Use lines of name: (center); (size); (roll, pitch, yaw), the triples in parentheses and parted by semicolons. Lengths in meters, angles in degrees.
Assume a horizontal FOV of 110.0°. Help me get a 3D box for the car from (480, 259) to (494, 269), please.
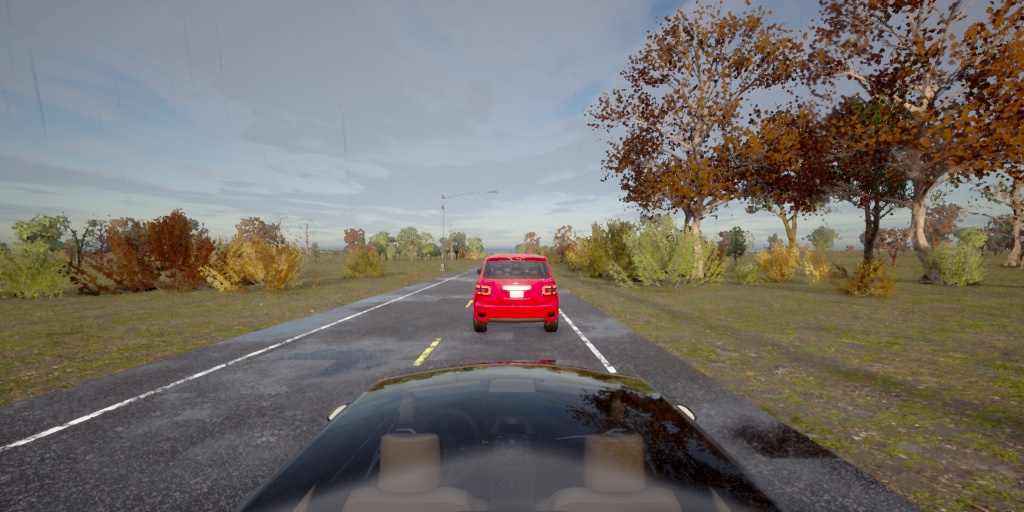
car: (-3.913, 1.259, 56.685); (1.812, 1.442, 4.674); (0, 0, -1)

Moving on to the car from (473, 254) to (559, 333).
car: (0.083, 0.968, 10.925); (2.150, 2.045, 5.566); (0, 0, -1)

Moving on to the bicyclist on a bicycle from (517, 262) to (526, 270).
bicyclist on a bicycle: (0.874, 1.110, 30.104); (0.659, 1.776, 1.843); (0, 0, 0)

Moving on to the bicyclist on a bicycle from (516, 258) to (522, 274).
bicyclist on a bicycle: (0.804, 1.107, 40.117); (0.659, 1.776, 1.843); (0, 0, 0)
